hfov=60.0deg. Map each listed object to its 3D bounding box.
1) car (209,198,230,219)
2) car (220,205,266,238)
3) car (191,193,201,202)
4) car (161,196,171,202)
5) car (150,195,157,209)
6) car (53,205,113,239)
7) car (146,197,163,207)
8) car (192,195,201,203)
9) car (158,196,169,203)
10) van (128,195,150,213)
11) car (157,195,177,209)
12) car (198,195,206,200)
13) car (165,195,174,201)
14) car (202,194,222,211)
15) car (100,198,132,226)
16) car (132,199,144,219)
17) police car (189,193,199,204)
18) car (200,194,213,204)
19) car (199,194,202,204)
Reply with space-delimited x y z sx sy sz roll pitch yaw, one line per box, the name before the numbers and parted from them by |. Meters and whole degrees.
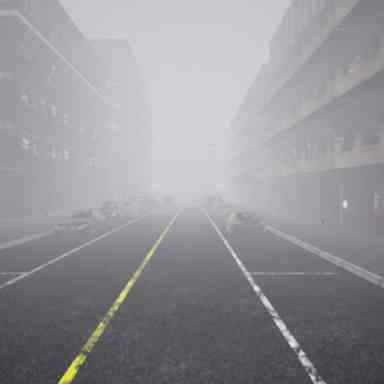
car | 2.682 1.504 28.595 1.752 1.417 4.829 -1 0 0
car | 2.682 1.569 17.221 1.802 1.307 4.206 -1 0 0
car | 0.906 1.172 77.699 2.150 2.045 5.566 0 0 0
car | -5.695 1.532 73.271 1.802 1.307 4.206 -1 0 0
car | -5.690 1.283 45.260 2.192 1.841 5.009 -1 0 0
car | -5.665 1.570 17.251 1.802 1.307 4.206 -1 0 0
car | -5.704 1.515 50.863 2.008 1.369 4.403 -1 0 0
car | 0.904 1.406 71.858 1.801 1.575 5.366 0 0 0
car | -5.696 1.536 67.669 1.802 1.307 4.206 -1 0 0
van | -5.668 1.317 34.056 1.690 1.788 3.998 -1 0 0
car | -3.076 1.320 44.427 2.097 1.767 4.553 0 0 0
car | 2.685 1.465 90.218 1.752 1.417 4.829 -1 0 0
car | -5.695 1.495 84.475 2.008 1.369 4.403 -1 0 0
car | 2.679 1.286 39.629 2.192 1.841 5.009 -1 0 0
car | -5.667 1.424 22.852 1.967 1.590 4.097 -1 0 0
car | -5.665 1.531 28.454 2.008 1.369 4.403 -1 0 0
police car | 0.801 1.383 61.785 1.930 1.638 5.238 0 0 0
car | 2.681 1.272 62.038 2.192 1.841 5.009 -1 0 0
car | 2.680 1.279 50.834 2.192 1.841 5.009 -1 0 0
